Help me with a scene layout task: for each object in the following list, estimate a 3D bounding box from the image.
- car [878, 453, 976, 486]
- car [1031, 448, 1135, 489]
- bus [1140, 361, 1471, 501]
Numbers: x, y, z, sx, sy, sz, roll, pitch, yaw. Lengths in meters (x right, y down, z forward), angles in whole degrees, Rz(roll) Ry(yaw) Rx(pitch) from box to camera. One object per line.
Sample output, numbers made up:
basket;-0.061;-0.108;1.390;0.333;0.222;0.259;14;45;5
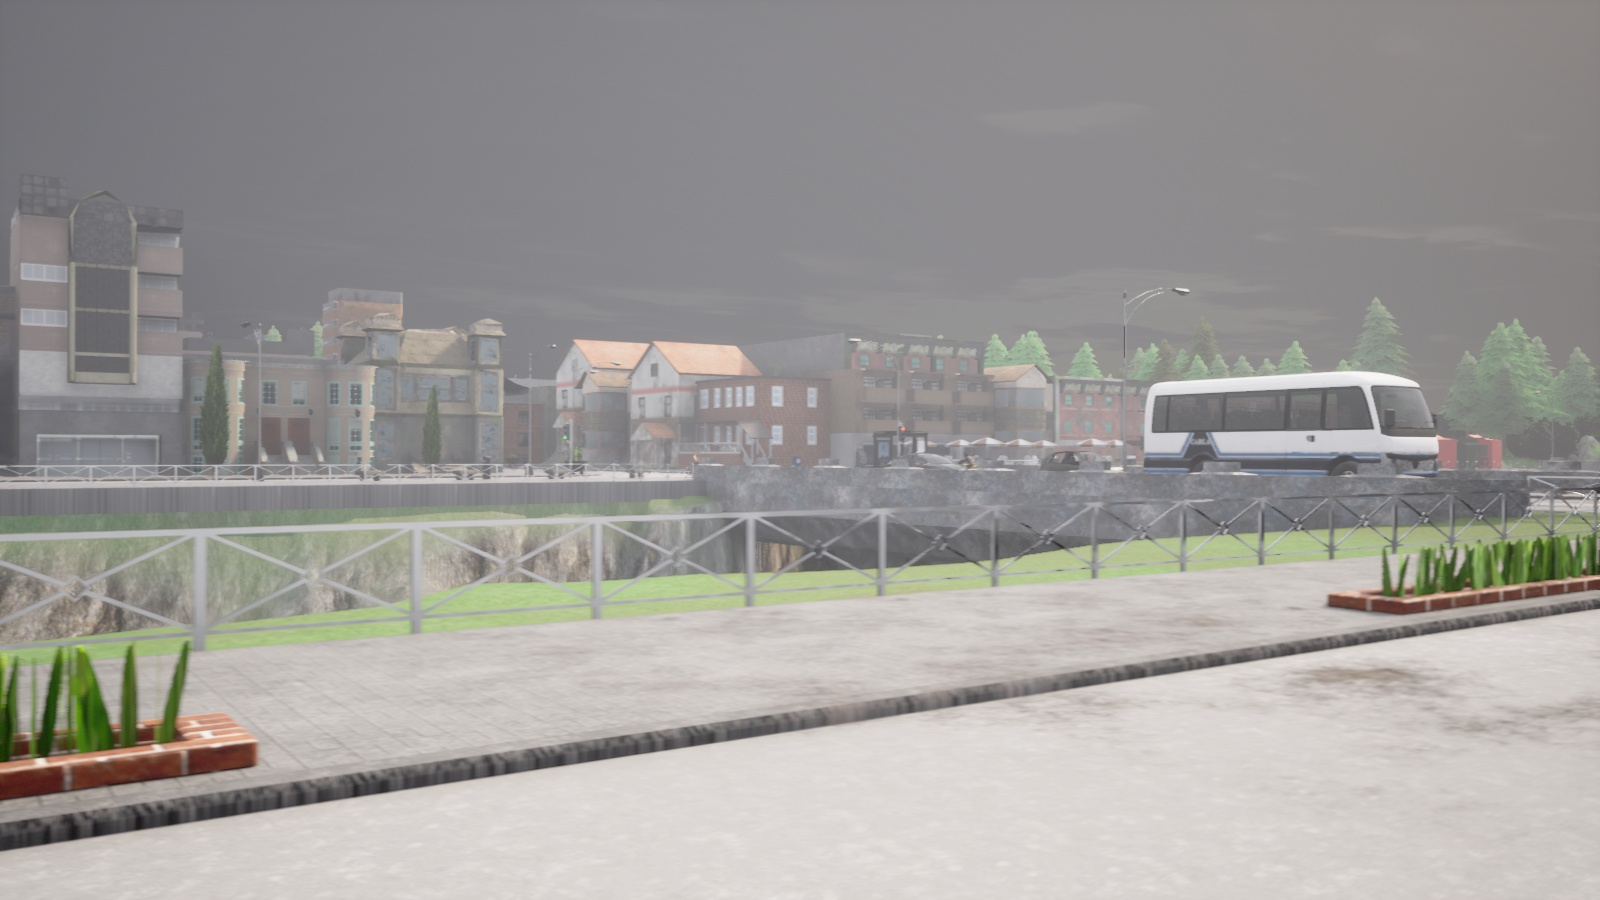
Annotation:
car;5.972;0.883;59.470;1.837;1.490;4.892;0;0;-36
car;11.579;0.745;51.561;1.851;1.617;3.988;0;0;-33
bus;17.142;-0.561;43.629;3.944;4.253;10.273;0;0;-33
